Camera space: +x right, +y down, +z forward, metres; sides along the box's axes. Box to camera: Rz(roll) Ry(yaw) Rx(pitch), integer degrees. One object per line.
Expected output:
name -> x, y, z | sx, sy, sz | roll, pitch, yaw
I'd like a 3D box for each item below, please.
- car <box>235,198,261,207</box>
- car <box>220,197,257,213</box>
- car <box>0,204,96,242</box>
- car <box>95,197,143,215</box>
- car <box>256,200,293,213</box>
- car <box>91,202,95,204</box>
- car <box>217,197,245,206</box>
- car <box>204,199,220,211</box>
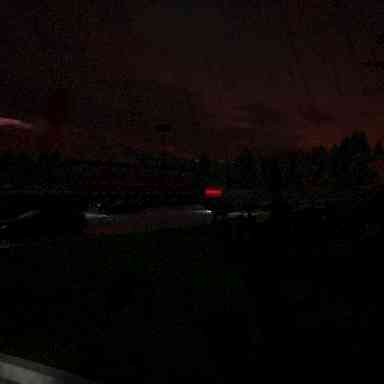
car -> 8.889, 1.602, 52.728 | 1.895, 1.301, 4.718 | 0, 0, 40
car -> 5.564, 1.527, 37.895 | 1.812, 1.442, 4.674 | 0, 0, 40
car -> -7.462, 1.528, 16.618 | 1.812, 1.442, 4.674 | 0, 0, 39
car -> -6.995, 1.529, 33.692 | 1.812, 1.442, 4.674 | 0, 0, 39
car -> 9.419, 1.601, 37.069 | 1.895, 1.301, 4.718 | 0, 0, 40
car -> -9.123, 1.355, 36.632 | 2.097, 1.767, 4.553 | 0, 0, 40
car -> 6.601, 1.549, 55.440 | 2.033, 1.411, 5.357 | 0, 0, 40
car -> 3.276, 1.565, 40.628 | 1.994, 1.385, 4.181 | 0, 0, 40
